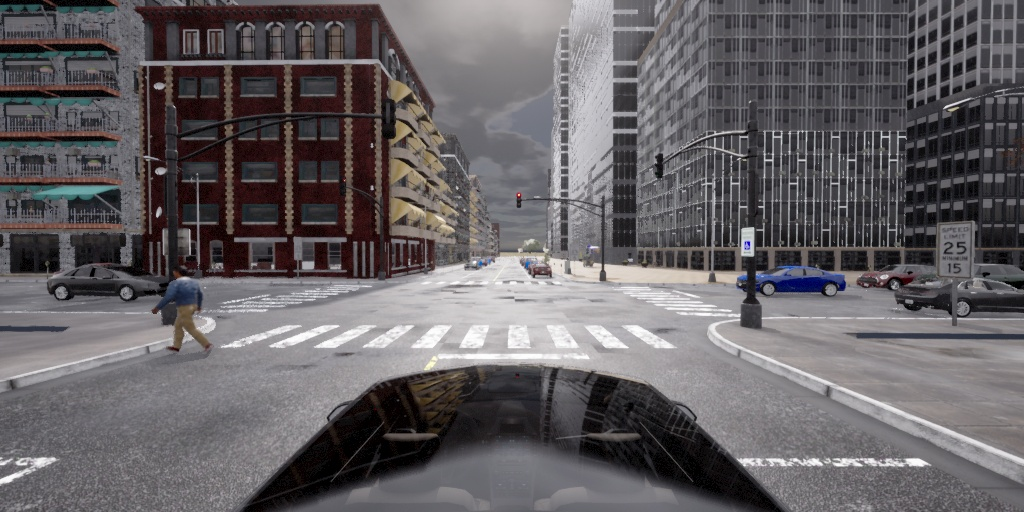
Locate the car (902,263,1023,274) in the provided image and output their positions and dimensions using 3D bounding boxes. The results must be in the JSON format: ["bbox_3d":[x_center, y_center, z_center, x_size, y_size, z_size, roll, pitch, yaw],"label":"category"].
[{"bbox_3d":[24.142,1.188,18.898,4.553,1.767,2.097,0,1,1],"label":"car"}]

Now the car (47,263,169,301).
[{"bbox_3d":[-18.065,1.196,16.369,4.892,1.490,1.837,0,1,1],"label":"car"}]

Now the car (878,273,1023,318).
[{"bbox_3d":[16.739,1.445,13.111,4.403,1.370,2.007,0,0,1],"label":"car"}]

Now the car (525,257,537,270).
[{"bbox_3d":[2.736,1.157,39.093,1.967,1.591,4.097,0,0,0],"label":"car"}]

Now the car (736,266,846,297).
[{"bbox_3d":[14.683,1.269,19.056,5.008,1.535,1.882,0,1,2],"label":"car"}]

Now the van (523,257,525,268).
[{"bbox_3d":[2.760,1.042,50.385,1.690,1.789,3.998,0,0,0],"label":"van"}]

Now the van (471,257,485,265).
[{"bbox_3d":[-5.577,1.033,56.016,1.690,1.789,3.998,0,0,0],"label":"van"}]

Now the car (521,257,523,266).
[{"bbox_3d":[2.772,1.237,56.031,1.888,1.381,4.507,0,0,0],"label":"car"}]

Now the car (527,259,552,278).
[{"bbox_3d":[2.724,1.270,33.447,1.888,1.381,4.507,0,0,0],"label":"car"}]

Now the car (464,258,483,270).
[{"bbox_3d":[-5.588,1.267,50.370,1.948,1.339,4.313,0,0,0],"label":"car"}]

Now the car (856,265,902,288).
[{"bbox_3d":[23.416,1.229,21.644,4.097,1.591,1.967,0,0,1],"label":"car"}]

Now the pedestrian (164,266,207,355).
[{"bbox_3d":[-6.562,1.042,7.211,0.375,1.860,0.375,-1,1,0],"label":"pedestrian"}]
